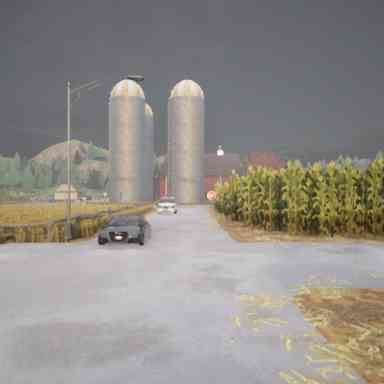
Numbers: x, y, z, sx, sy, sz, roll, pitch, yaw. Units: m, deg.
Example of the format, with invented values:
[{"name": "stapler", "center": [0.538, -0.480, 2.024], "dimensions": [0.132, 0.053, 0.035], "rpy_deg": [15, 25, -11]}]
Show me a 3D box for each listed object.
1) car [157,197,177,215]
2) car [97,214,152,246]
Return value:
[{"name": "car", "center": [-3.016, 1.689, 41.419], "dimensions": [2.150, 2.045, 5.566], "rpy_deg": [0, 1, 0]}, {"name": "car", "center": [-3.067, 1.747, 15.877], "dimensions": [1.994, 1.385, 4.181], "rpy_deg": [0, -1, 0]}]
